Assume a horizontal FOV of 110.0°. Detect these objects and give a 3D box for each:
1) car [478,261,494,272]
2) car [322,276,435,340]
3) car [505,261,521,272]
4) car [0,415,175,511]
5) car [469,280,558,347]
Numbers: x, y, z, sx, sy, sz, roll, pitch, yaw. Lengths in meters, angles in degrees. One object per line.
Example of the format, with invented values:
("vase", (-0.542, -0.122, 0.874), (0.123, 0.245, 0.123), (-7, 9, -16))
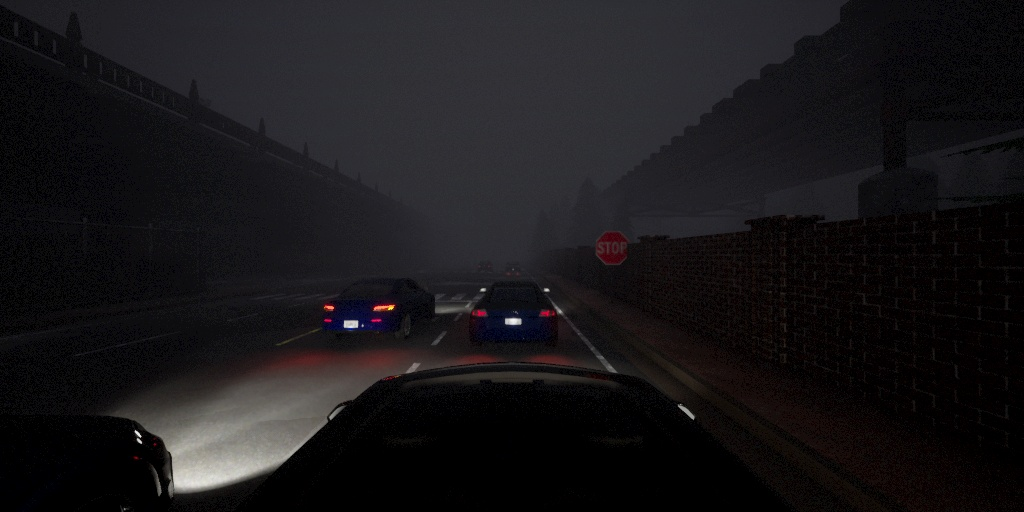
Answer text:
("car", (-3.384, 1.297, 45.998), (2.033, 1.411, 5.357), (0, 0, -1))
("car", (-3.411, 1.276, 9.887), (1.812, 1.442, 4.674), (0, 0, 0))
("car", (0.111, 1.351, 46.174), (1.895, 1.301, 4.718), (0, 0, -1))
("car", (-3.399, 1.314, 0.791), (1.994, 1.385, 4.181), (0, 0, 0))
("car", (0.071, 1.314, 9.364), (1.994, 1.385, 4.181), (0, 0, 1))
